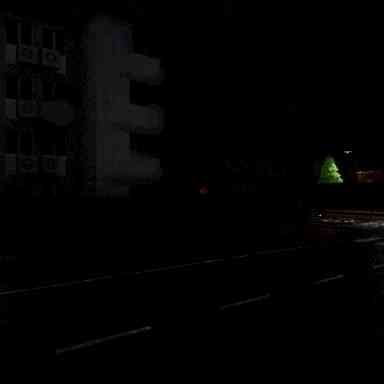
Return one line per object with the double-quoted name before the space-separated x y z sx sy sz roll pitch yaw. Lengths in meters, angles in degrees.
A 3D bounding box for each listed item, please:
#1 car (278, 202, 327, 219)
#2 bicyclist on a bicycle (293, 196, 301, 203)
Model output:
"car" 9.154 1.584 28.770 1.895 1.301 4.718 0 0 -35
"bicyclist on a bicycle" 12.514 1.286 39.540 1.656 1.620 0.582 0 0 -36
